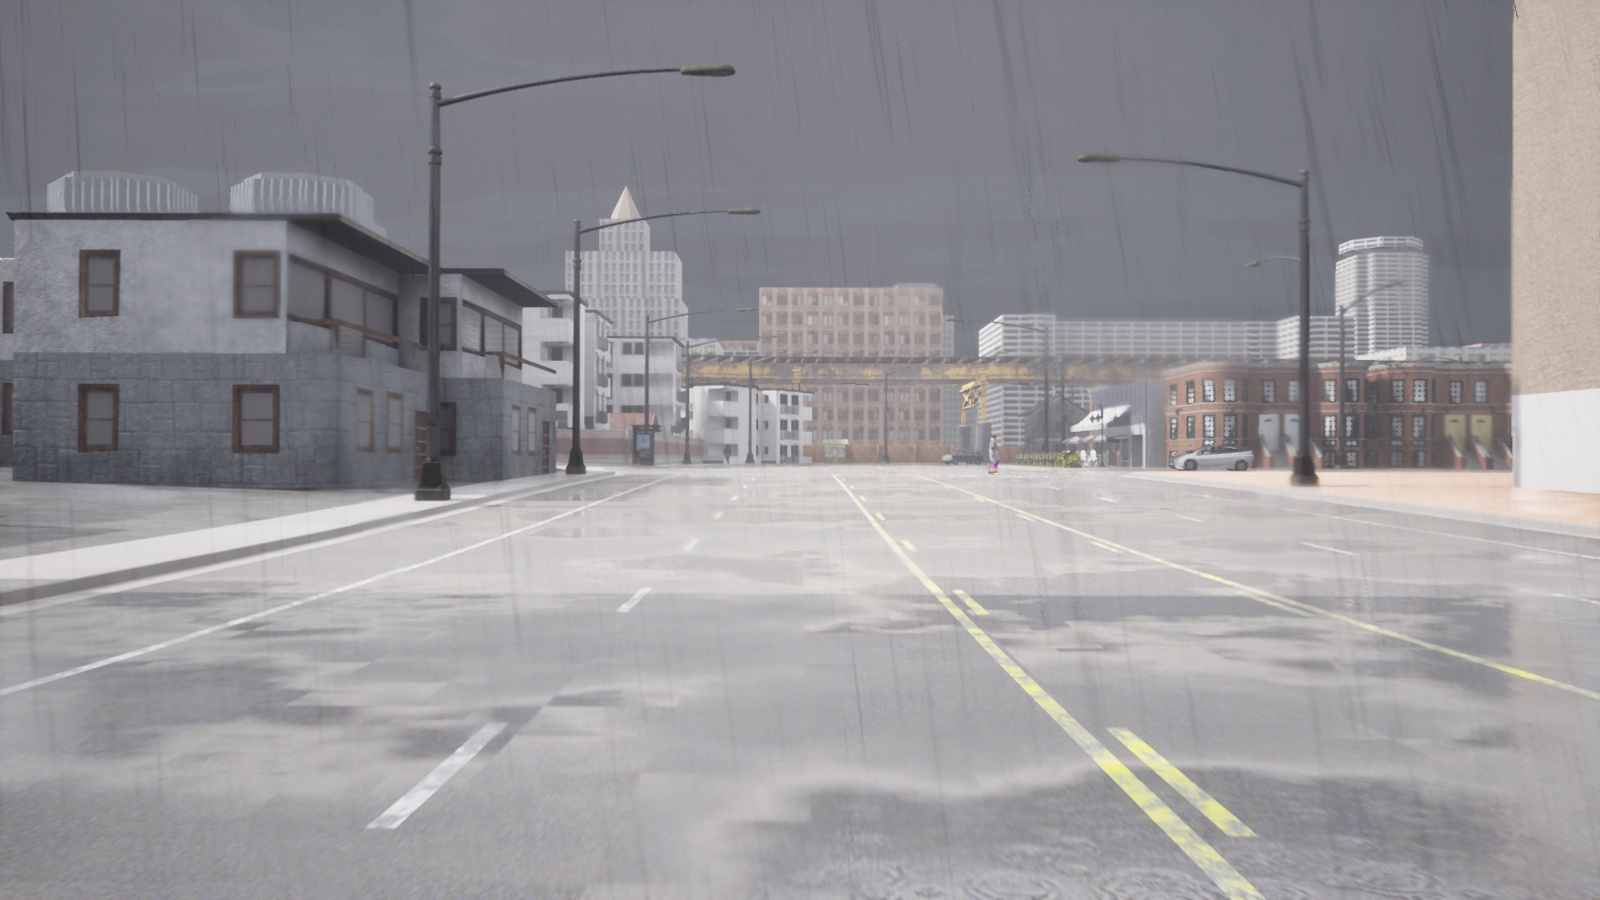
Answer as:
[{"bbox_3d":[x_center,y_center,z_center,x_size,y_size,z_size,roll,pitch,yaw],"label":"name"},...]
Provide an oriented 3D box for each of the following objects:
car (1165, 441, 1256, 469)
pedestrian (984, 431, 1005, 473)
[{"bbox_3d":[23.162,0.271,71.002,4.514,1.525,2.007,0,0,1],"label":"car"},{"bbox_3d":[9.262,0.096,59.823,0.873,1.952,0.659,0,0,-4],"label":"pedestrian"}]
